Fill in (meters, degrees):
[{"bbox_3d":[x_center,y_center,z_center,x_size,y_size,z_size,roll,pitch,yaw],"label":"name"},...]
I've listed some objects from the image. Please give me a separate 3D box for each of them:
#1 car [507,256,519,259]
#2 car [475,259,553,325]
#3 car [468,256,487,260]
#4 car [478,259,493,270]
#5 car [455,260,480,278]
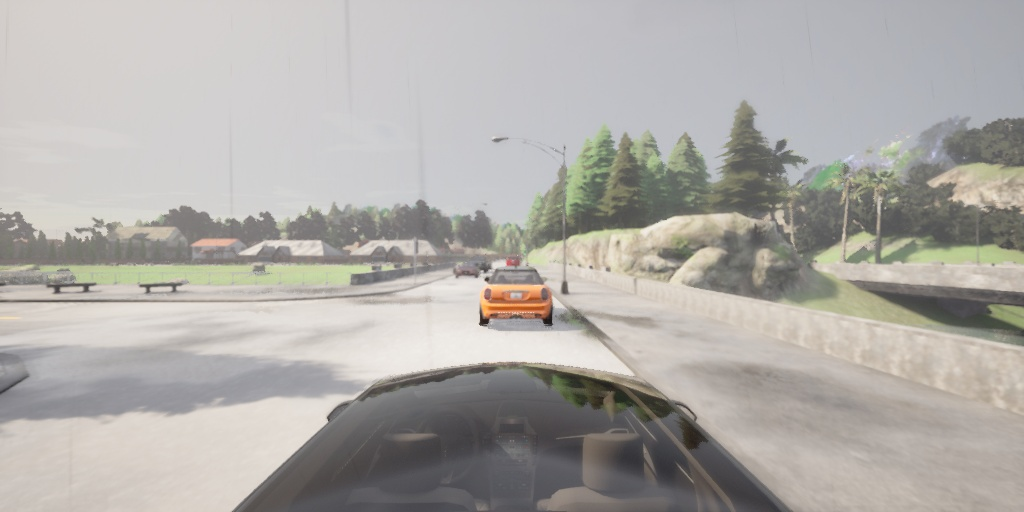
[{"bbox_3d":[0.178,0.962,53.972,2.150,2.045,5.566,0,0,0],"label":"car"},{"bbox_3d":[0.116,1.100,11.878,2.097,1.767,4.553,0,0,0],"label":"car"},{"bbox_3d":[-4.018,0.967,43.095,2.150,2.045,5.566,0,0,0],"label":"car"},{"bbox_3d":[-3.922,1.249,53.469,1.837,1.490,4.892,0,0,0],"label":"car"},{"bbox_3d":[-4.047,1.312,33.499,1.994,1.385,4.181,0,0,0],"label":"car"}]
